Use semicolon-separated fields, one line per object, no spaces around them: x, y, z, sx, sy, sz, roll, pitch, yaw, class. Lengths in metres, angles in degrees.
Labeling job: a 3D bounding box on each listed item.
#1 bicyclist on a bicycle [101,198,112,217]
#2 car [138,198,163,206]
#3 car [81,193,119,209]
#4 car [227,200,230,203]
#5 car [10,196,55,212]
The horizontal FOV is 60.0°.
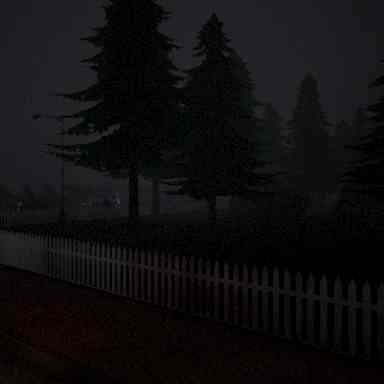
-7.164;1.302;27.830;1.656;1.620;0.582;0;0;34;bicyclist on a bicycle
-6.785;1.492;54.088;2.128;1.511;4.902;0;0;35;car
-12.522;1.222;45.700;2.150;2.045;5.566;0;0;34;car
6.850;1.478;61.426;1.882;1.535;5.008;0;0;34;car
-18.018;1.352;37.625;2.097;1.767;4.553;0;0;34;car
